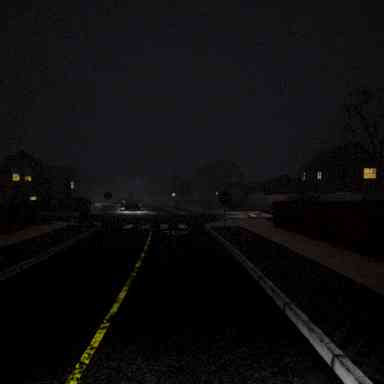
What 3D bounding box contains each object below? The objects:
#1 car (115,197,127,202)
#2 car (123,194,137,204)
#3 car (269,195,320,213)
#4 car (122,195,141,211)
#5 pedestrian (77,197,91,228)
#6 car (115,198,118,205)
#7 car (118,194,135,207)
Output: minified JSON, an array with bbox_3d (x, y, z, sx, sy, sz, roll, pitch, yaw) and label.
[{"bbox_3d":[-17.564,1.844,82.351,1.994,1.385,4.181,0,0,-24],"label":"car"},{"bbox_3d":[-13.574,1.530,72.646,2.150,2.045,5.566,0,0,-21],"label":"car"},{"bbox_3d":[9.257,1.079,29.745,4.553,1.767,2.097,-1,1,-1],"label":"car"},{"bbox_3d":[-7.819,1.582,43.417,1.882,1.535,5.008,0,0,-13],"label":"car"},{"bbox_3d":[-6.361,1.159,19.631,0.375,1.860,0.375,-1,1,-6],"label":"pedestrian"},{"bbox_3d":[-14.420,1.832,66.938,2.033,1.411,5.357,0,0,-18],"label":"car"},{"bbox_3d":[-10.271,1.526,53.279,2.097,1.767,4.553,0,0,-16],"label":"car"}]
